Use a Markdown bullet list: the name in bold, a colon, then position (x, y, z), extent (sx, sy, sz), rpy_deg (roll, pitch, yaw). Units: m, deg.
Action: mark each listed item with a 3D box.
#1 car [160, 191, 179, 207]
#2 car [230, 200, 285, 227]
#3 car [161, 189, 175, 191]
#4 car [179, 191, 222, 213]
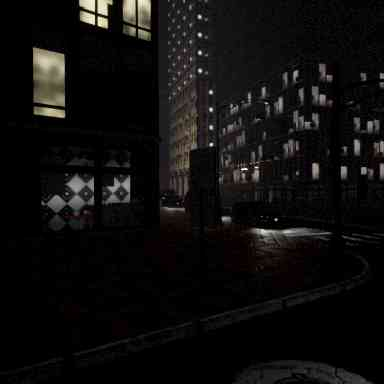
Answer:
- **car**: position (-2.416, 1.036, 40.672), extent (1.837, 1.490, 4.892), rpy_deg (-1, 1, -18)
- **car**: position (4.094, 1.316, 21.545), extent (1.837, 1.490, 4.892), rpy_deg (-1, 1, -19)
- **car**: position (-4.068, 0.537, 54.633), extent (2.150, 2.045, 5.566), rpy_deg (-1, 1, -18)
- **car**: position (0.886, 0.895, 30.947), extent (2.150, 2.045, 5.566), rpy_deg (-1, 1, -19)
